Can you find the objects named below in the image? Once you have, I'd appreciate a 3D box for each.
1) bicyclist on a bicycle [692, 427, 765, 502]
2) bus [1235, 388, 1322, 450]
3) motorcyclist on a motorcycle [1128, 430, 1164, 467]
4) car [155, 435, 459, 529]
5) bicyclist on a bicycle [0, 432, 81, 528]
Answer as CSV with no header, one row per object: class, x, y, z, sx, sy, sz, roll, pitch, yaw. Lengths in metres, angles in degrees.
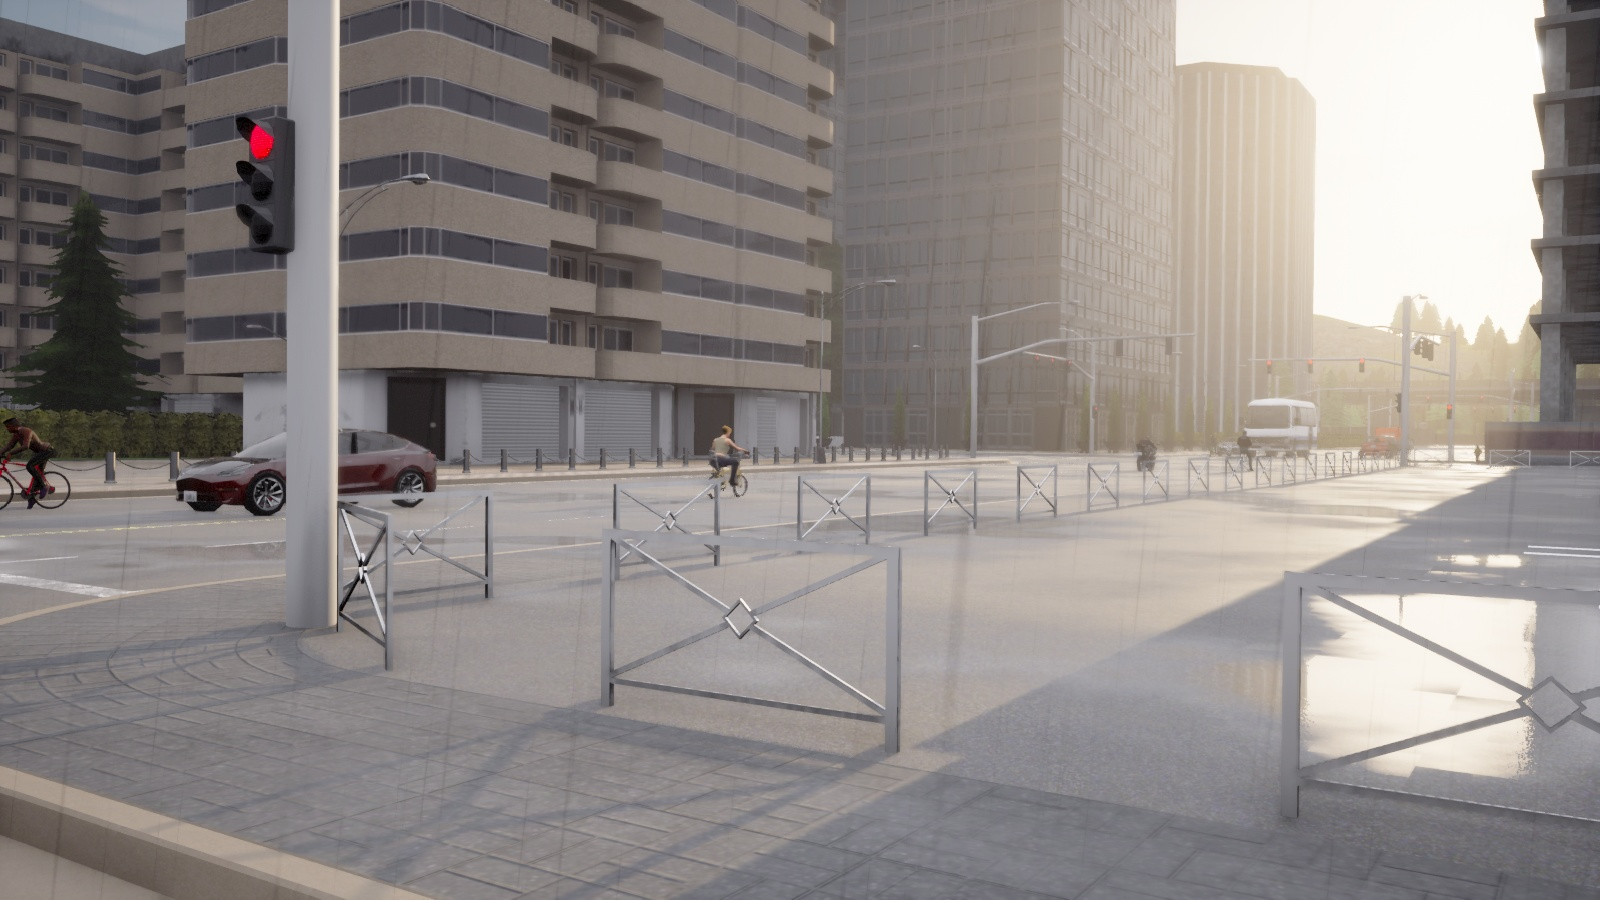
bicyclist on a bicycle,-1.571,0.302,27.814,0.866,1.612,1.509,0,1,32
bus,35.063,-2.215,91.767,3.944,4.253,10.273,0,1,33
motorcyclist on a motorcycle,14.695,-0.095,53.325,0.866,1.530,2.191,0,1,33
car,-8.837,0.498,22.939,2.163,1.488,4.792,0,1,33
bicyclist on a bicycle,-13.599,0.507,21.982,0.582,1.620,1.656,0,1,33
